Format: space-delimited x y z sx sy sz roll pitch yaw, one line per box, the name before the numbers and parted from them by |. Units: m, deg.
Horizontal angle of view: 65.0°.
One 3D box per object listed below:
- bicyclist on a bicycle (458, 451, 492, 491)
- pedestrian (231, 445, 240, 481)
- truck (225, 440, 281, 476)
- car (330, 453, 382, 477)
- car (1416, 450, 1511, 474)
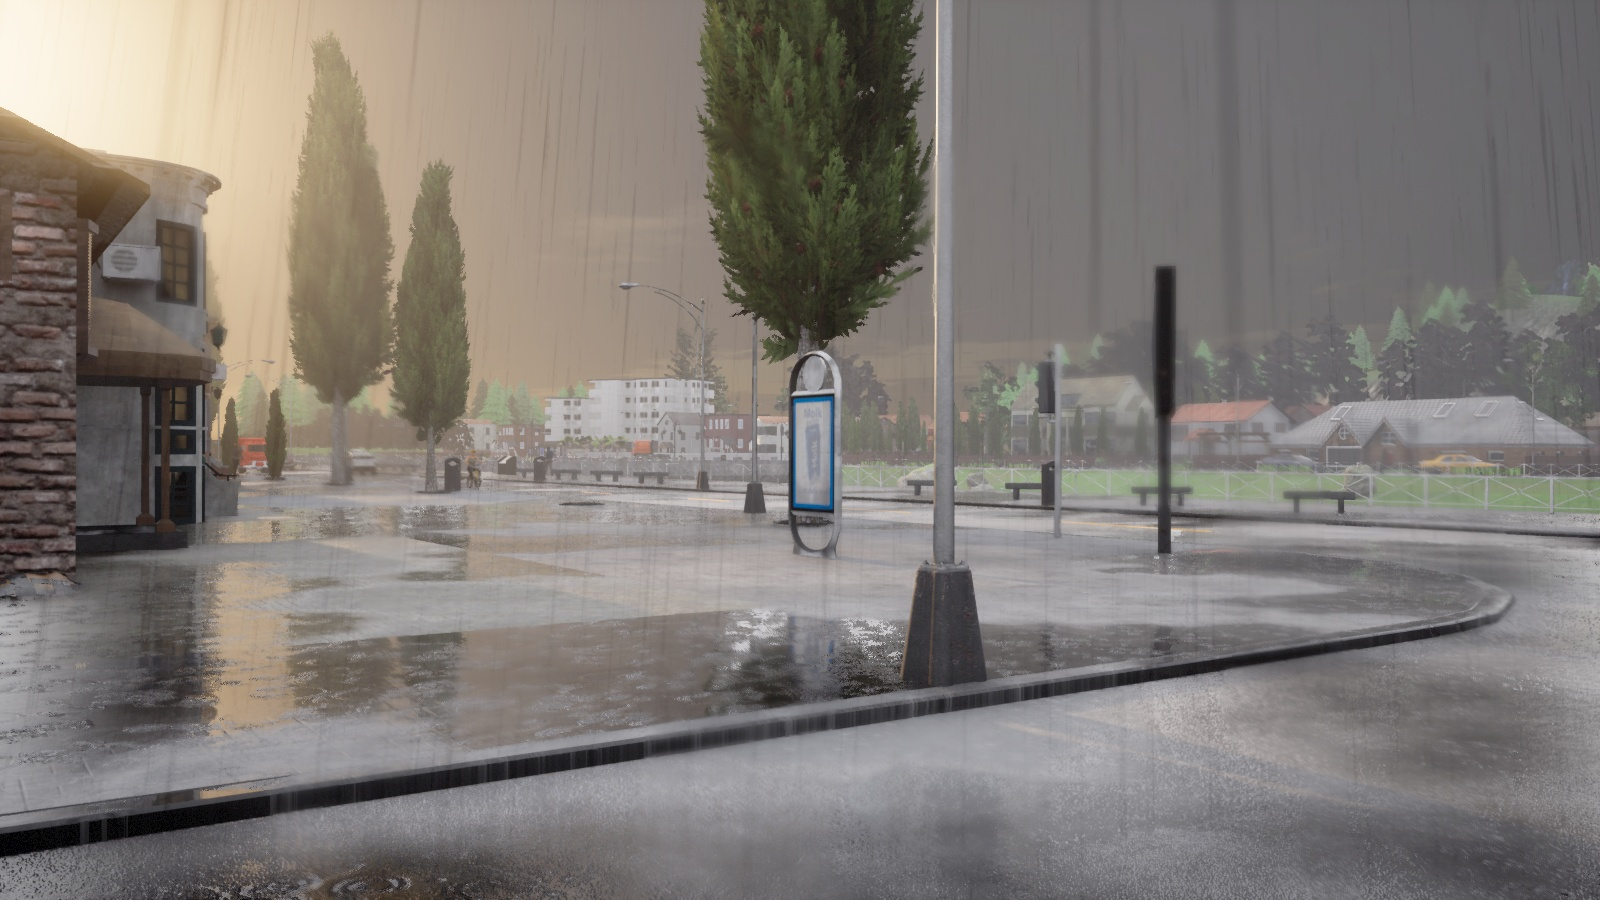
bicyclist on a bicycle | -13.301 0.835 51.367 0.866 1.612 1.509 0 0 -35
pedestrian | -28.827 0.673 64.125 0.331 1.846 0.634 0 0 -36
truck | -38.228 0.554 87.631 2.627 2.467 5.204 0 0 -34
car | -28.527 0.949 80.578 2.007 1.525 4.514 0 0 -34
car | 44.157 0.795 83.681 1.801 1.575 5.366 0 0 -34
